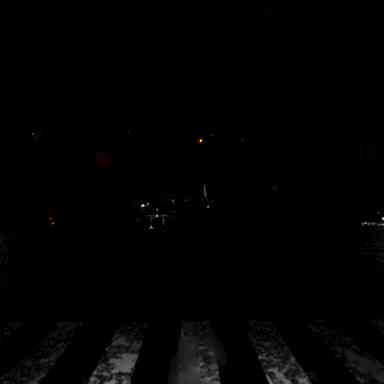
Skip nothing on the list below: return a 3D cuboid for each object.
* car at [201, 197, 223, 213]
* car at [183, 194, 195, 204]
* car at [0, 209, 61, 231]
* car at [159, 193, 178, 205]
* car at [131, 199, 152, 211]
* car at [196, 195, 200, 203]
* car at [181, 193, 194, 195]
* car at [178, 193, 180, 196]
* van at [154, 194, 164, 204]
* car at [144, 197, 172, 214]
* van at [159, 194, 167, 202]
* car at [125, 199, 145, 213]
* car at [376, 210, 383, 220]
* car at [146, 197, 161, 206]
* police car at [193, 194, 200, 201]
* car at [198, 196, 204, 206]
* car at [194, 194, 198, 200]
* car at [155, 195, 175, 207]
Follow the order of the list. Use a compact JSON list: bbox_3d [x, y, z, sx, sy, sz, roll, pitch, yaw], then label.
[{"bbox_3d":[2.376,1.555,36.381,2.008,1.369,4.403,0,0,-1],"label":"car"},{"bbox_3d":[-0.706,1.617,65.643,1.895,1.301,4.718,0,0,-1],"label":"car"},{"bbox_3d":[-10.881,1.733,20.750,4.718,1.301,1.895,-2,0,-1],"label":"car"},{"bbox_3d":[-3.709,1.361,52.629,2.097,1.767,4.553,0,0,-1],"label":"car"},{"bbox_3d":[-6.220,1.556,41.254,2.008,1.369,4.403,0,0,-1],"label":"car"},{"bbox_3d":[2.142,1.560,52.713,2.008,1.369,4.403,0,0,-1],"label":"car"},{"bbox_3d":[-0.943,1.547,75.571,2.128,1.511,4.902,0,0,-1],"label":"car"},{"bbox_3d":[-3.820,1.506,62.408,2.128,1.511,4.902,0,0,0],"label":"car"},{"bbox_3d":[-6.585,1.358,66.649,1.690,1.788,3.998,0,0,-1],"label":"van"},{"bbox_3d":[-3.465,1.567,34.666,1.994,1.385,4.181,0,0,-2],"label":"car"},{"bbox_3d":[-6.741,1.366,77.475,1.690,1.788,3.998,0,0,-1],"label":"van"},{"bbox_3d":[-6.148,1.555,36.262,2.008,1.369,4.403,0,0,-1],"label":"car"},{"bbox_3d":[14.709,1.247,21.033,5.357,1.411,2.033,-1,0,-1],"label":"car"},{"bbox_3d":[-6.429,1.577,55.824,1.947,1.339,4.313,0,0,-1],"label":"car"},{"bbox_3d":[1.203,1.460,90.558,1.930,1.638,5.238,0,0,-1],"label":"police car"},{"bbox_3d":[2.220,1.552,47.269,1.887,1.381,4.507,0,0,-1],"label":"car"},{"bbox_3d":[2.000,1.565,62.584,2.008,1.369,4.403,0,0,-1],"label":"car"},{"bbox_3d":[-3.583,1.484,43.479,1.882,1.535,5.008,0,0,-1],"label":"car"}]
